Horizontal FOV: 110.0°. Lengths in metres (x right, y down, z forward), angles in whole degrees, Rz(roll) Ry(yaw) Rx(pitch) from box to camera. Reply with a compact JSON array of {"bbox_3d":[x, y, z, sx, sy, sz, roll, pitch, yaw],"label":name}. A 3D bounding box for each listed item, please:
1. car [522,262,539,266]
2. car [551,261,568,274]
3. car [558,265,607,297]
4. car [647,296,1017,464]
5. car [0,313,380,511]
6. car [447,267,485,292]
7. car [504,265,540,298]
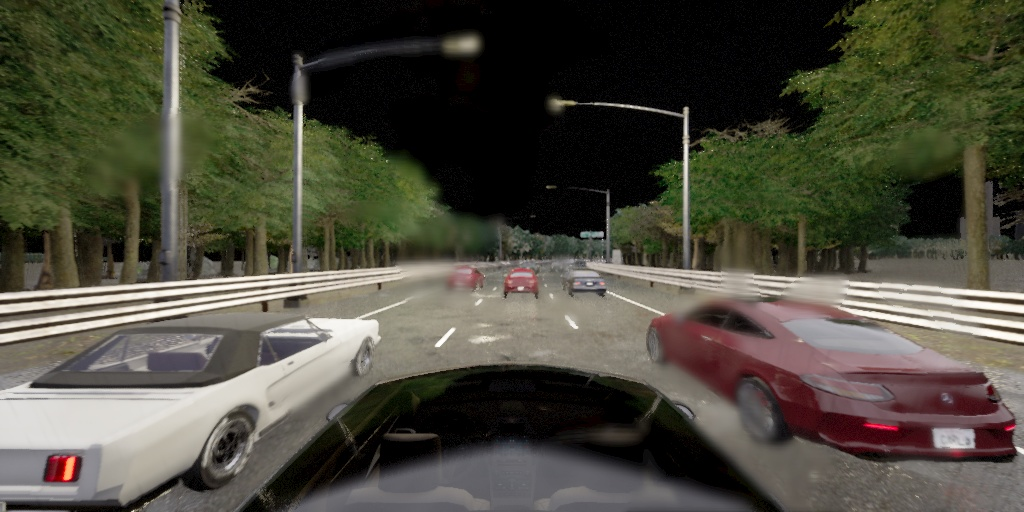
[{"bbox_3d":[1.885,1.386,38.782,2.097,1.767,4.553,0,0,5],"label":"car"},{"bbox_3d":[6.373,1.711,49.134,1.895,1.301,4.718,0,0,7],"label":"car"},{"bbox_3d":[3.951,1.444,20.135,2.033,1.411,5.357,0,0,3],"label":"car"},{"bbox_3d":[3.542,1.305,5.156,1.812,1.442,4.674,0,0,1],"label":"car"},{"bbox_3d":[-3.361,1.372,4.516,1.895,1.301,4.718,0,0,0],"label":"car"},{"bbox_3d":[-2.813,1.438,22.501,1.812,1.442,4.674,0,0,3],"label":"car"},{"bbox_3d":[0.549,1.417,19.604,1.812,1.442,4.674,0,0,2],"label":"car"}]
